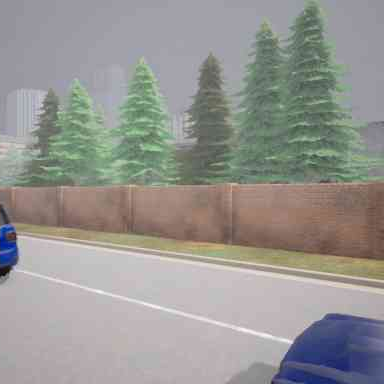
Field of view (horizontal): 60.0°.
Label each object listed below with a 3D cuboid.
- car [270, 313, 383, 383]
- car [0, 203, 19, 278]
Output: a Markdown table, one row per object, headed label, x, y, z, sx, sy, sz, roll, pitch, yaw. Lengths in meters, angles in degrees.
| label | x | y | z | sx | sy | sz | roll | pitch | yaw |
| --- | --- | --- | --- | --- | --- | --- | --- | --- | --- |
| car | 2.850 | 1.600 | 1.964 | 4.718 | 1.301 | 1.895 | 0 | 0 | 35 |
| car | -6.864 | 1.223 | 8.856 | 5.566 | 2.045 | 2.150 | 0 | 0 | 35 |
